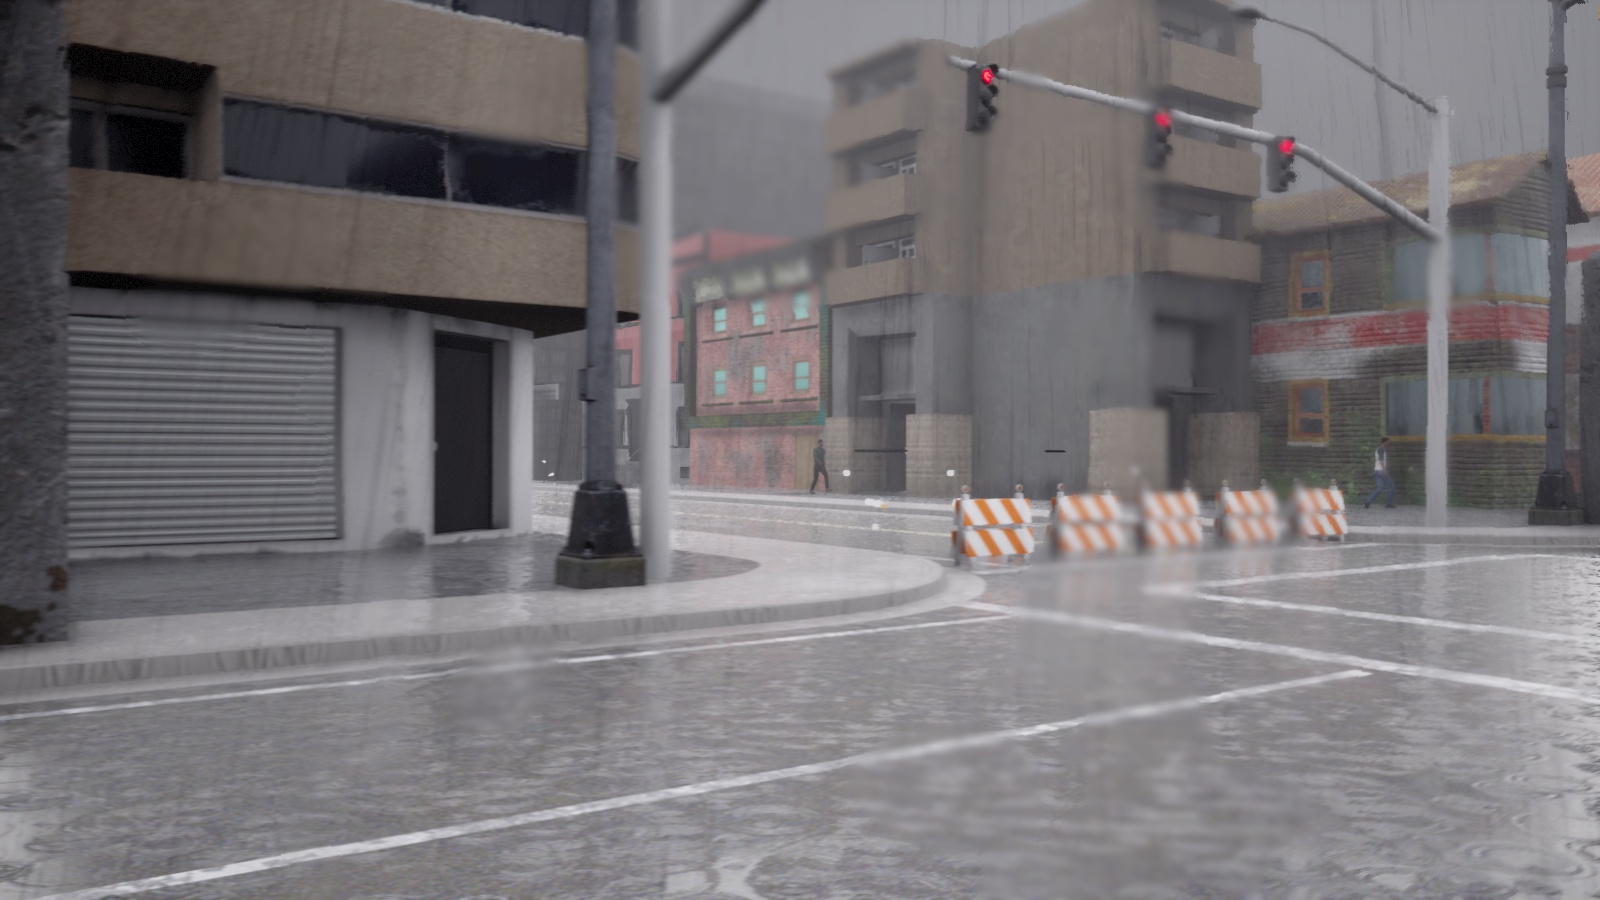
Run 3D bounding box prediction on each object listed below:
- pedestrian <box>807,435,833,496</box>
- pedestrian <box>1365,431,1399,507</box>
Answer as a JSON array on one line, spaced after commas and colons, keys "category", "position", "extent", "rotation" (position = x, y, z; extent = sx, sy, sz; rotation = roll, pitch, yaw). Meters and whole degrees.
[{"category": "pedestrian", "position": [0.644, 0.508, 40.494], "extent": [0.423, 1.949, 0.788], "rotation": [0, 0, -39]}, {"category": "pedestrian", "position": [14.226, 0.455, 30.694], "extent": [0.706, 1.836, 0.354], "rotation": [0, 0, 16]}]
